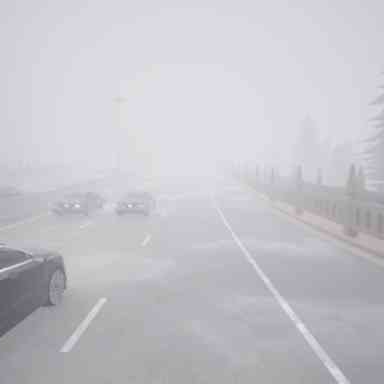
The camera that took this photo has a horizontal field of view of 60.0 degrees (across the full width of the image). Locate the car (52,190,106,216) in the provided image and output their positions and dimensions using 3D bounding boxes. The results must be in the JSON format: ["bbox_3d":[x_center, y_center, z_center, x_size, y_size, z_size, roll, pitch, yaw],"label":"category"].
[{"bbox_3d":[-6.910,0.593,20.837,2.033,1.411,5.357,0,5,0],"label":"car"}]

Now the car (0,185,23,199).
[{"bbox_3d":[-14.100,0.263,24.171,1.812,1.442,4.674,0,6,0],"label":"car"}]

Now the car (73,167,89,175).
[{"bbox_3d":[-21.009,-3.994,63.250,1.812,1.442,4.674,0,6,0],"label":"car"}]

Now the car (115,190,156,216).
[{"bbox_3d":[-3.409,0.596,20.802,2.033,1.411,5.357,0,5,0],"label":"car"}]

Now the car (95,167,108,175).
[{"bbox_3d":[-17.506,-4.147,65.307,1.895,1.301,4.718,0,6,0],"label":"car"}]

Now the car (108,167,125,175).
[{"bbox_3d":[-14.017,-4.054,63.357,1.882,1.535,5.008,0,6,0],"label":"car"}]

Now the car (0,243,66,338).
[{"bbox_3d":[-3.416,1.423,4.715,2.128,1.511,4.902,0,1,0],"label":"car"}]
